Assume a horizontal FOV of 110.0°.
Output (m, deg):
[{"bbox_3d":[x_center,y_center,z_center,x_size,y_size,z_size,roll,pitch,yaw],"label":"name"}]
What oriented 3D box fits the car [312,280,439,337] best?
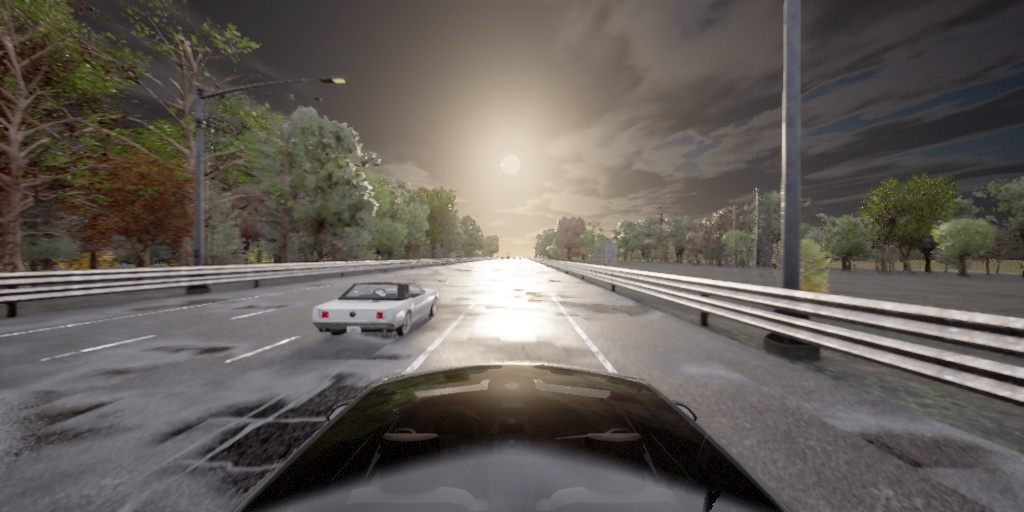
[{"bbox_3d":[-3.426,1.329,10.129,1.895,1.301,4.718,0,0,1],"label":"car"}]
